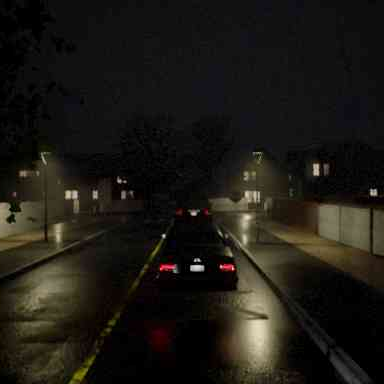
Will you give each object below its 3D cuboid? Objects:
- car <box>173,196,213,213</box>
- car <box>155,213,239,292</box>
[{"bbox_3d":[0.057,1.224,20.101,2.150,2.045,5.566,0,0,-1],"label":"car"},{"bbox_3d":[0.094,1.547,9.068,2.033,1.411,5.357,0,0,0],"label":"car"}]
